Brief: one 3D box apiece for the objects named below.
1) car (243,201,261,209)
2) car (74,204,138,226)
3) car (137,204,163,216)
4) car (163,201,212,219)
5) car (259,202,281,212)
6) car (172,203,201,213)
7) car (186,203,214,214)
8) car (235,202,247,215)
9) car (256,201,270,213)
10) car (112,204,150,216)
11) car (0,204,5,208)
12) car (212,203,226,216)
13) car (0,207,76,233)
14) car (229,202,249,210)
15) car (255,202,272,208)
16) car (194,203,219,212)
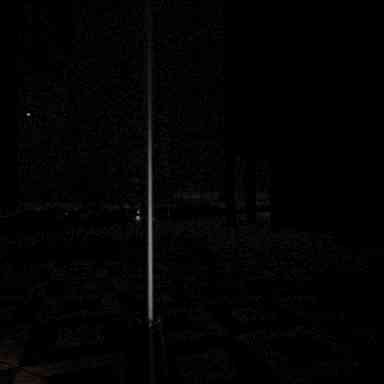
[{"bbox_3d":[12.319,2.618,68.084,1.967,1.590,4.097,-1,-2,35],"label":"car"},{"bbox_3d":[-6.863,1.923,26.509,1.752,1.417,4.829,-1,-2,35],"label":"car"},{"bbox_3d":[-4.697,2.139,39.606,1.812,1.442,4.674,0,-1,35],"label":"car"},{"bbox_3d":[-0.409,1.891,35.566,2.192,1.841,5.009,-2,-2,35],"label":"car"},{"bbox_3d":[12.701,2.395,53.941,1.967,1.590,4.097,-1,-2,35],"label":"car"},{"bbox_3d":[-0.790,2.350,49.704,2.008,1.369,4.403,-1,-2,35],"label":"car"},{"bbox_3d":[1.163,2.345,47.757,1.994,1.385,4.181,0,-1,37],"label":"car"},{"bbox_3d":[6.151,2.346,44.754,1.802,1.307,4.206,-1,-2,36],"label":"car"},{"bbox_3d":[9.424,2.405,49.344,1.887,1.381,4.507,-2,-2,35],"label":"car"},{"bbox_3d":[-7.344,2.156,40.516,1.887,1.381,4.507,-1,-2,35],"label":"car"},{"bbox_3d":[-15.688,1.666,24.210,2.097,1.767,4.553,0,-1,35],"label":"car"},{"bbox_3d":[2.870,2.214,40.155,1.887,1.381,4.507,-2,-2,35],"label":"car"},{"bbox_3d":[-10.238,1.874,21.776,1.947,1.339,4.313,-1,-2,35],"label":"car"},{"bbox_3d":[9.042,2.635,63.487,2.008,1.369,4.403,-1,-2,35],"label":"car"},{"bbox_3d":[15.597,2.815,72.676,1.887,1.381,4.507,-1,-2,35],"label":"car"},{"bbox_3d":[2.487,2.446,54.298,2.008,1.369,4.403,-1,-2,35],"label":"car"}]
